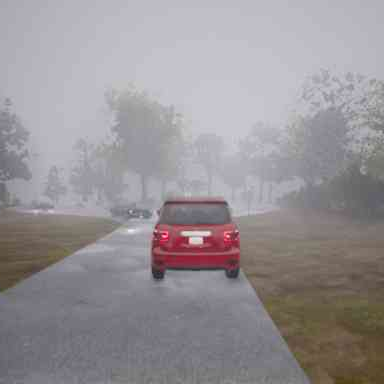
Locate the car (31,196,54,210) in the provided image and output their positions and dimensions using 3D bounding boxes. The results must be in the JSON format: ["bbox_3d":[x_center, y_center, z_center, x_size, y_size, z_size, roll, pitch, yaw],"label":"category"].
[{"bbox_3d":[-17.161,1.189,38.015,1.812,1.442,4.674,-1,1,-32],"label":"car"}]

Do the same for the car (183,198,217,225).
[{"bbox_3d":[0.696,1.272,23.140,1.882,1.535,5.008,0,1,7],"label":"car"}]

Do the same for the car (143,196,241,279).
[{"bbox_3d":[0.093,1.131,9.903,2.150,2.045,5.566,0,0,0],"label":"car"}]

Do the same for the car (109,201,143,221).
[{"bbox_3d":[-4.598,1.380,24.825,1.895,1.301,4.718,0,1,-30],"label":"car"}]
